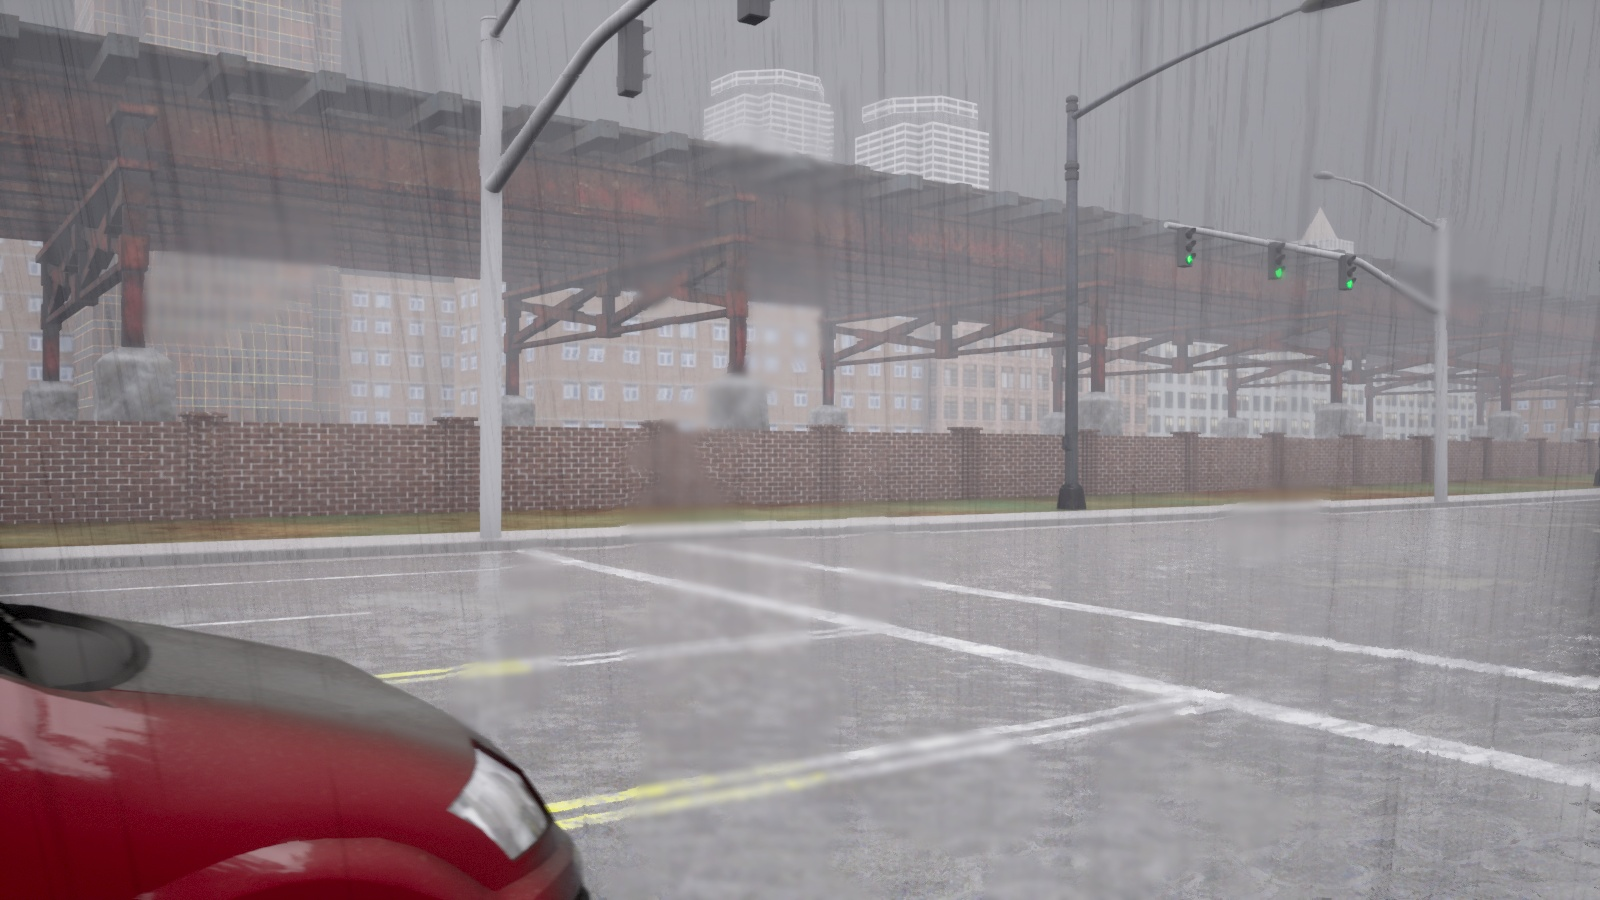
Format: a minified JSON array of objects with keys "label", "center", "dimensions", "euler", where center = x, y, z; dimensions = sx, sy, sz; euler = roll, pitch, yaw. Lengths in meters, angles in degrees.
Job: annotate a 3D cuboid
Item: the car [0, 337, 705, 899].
[{"label":"car","center":[-2.346,0.652,2.025],"dimensions":[3.988,1.617,1.851],"euler":[0,0,-35]}]
